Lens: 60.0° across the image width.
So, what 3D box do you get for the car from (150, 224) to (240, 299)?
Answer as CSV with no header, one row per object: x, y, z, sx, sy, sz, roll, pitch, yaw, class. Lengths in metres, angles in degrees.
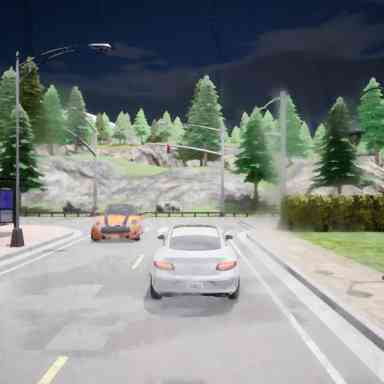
0.077,1.526,8.310,1.812,1.442,4.674,0,0,1,car

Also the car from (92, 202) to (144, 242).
-3.494,1.352,16.466,2.097,1.767,4.553,0,0,-6,car
